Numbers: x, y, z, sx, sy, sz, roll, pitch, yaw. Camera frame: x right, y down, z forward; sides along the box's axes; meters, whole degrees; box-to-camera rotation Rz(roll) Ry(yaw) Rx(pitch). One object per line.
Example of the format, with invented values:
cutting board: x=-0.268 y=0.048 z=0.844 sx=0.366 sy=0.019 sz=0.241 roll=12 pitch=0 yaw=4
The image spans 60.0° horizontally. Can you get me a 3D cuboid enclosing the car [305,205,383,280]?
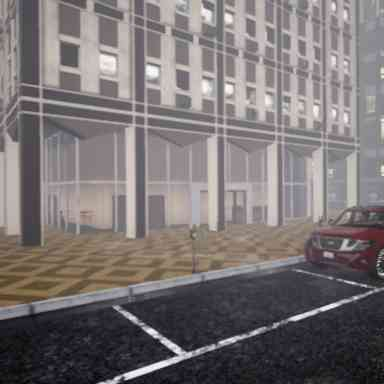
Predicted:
car: x=5.660 y=1.355 z=10.265 sx=5.009 sy=1.841 sz=2.192 roll=0 pitch=-1 yaw=-36
